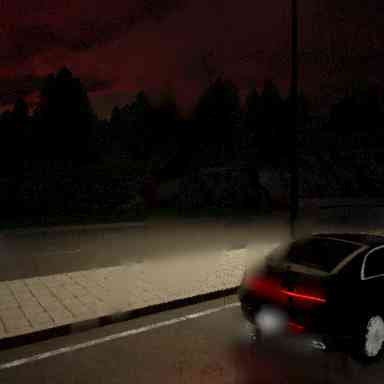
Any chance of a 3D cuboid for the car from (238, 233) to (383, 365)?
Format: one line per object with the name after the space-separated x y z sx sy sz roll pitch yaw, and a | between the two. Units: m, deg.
2.991 1.503 5.877 4.892 1.490 1.837 0 0 -35 | car
